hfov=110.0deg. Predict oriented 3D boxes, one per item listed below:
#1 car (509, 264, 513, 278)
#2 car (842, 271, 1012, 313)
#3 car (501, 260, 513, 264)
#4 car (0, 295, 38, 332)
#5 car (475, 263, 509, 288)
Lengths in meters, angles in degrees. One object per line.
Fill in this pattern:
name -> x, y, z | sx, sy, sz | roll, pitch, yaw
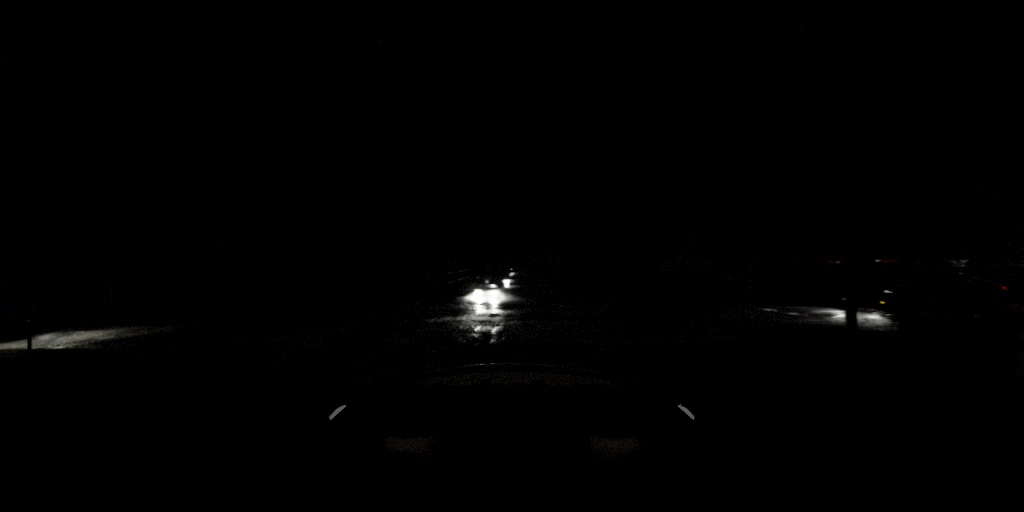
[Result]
car -> -1.209, 1.826, 39.696 | 1.895, 1.301, 4.718 | 0, -1, 2
car -> 14.219, 1.199, 12.492 | 4.181, 1.385, 1.994 | -1, -2, 2
car -> -0.990, 1.716, 60.138 | 2.150, 2.045, 5.566 | 0, -1, 0
car -> -17.161, 1.626, 10.570 | 5.008, 1.535, 1.882 | -1, -2, 2
car -> -1.651, 1.568, 27.553 | 2.128, 1.511, 4.902 | -1, -1, 2
